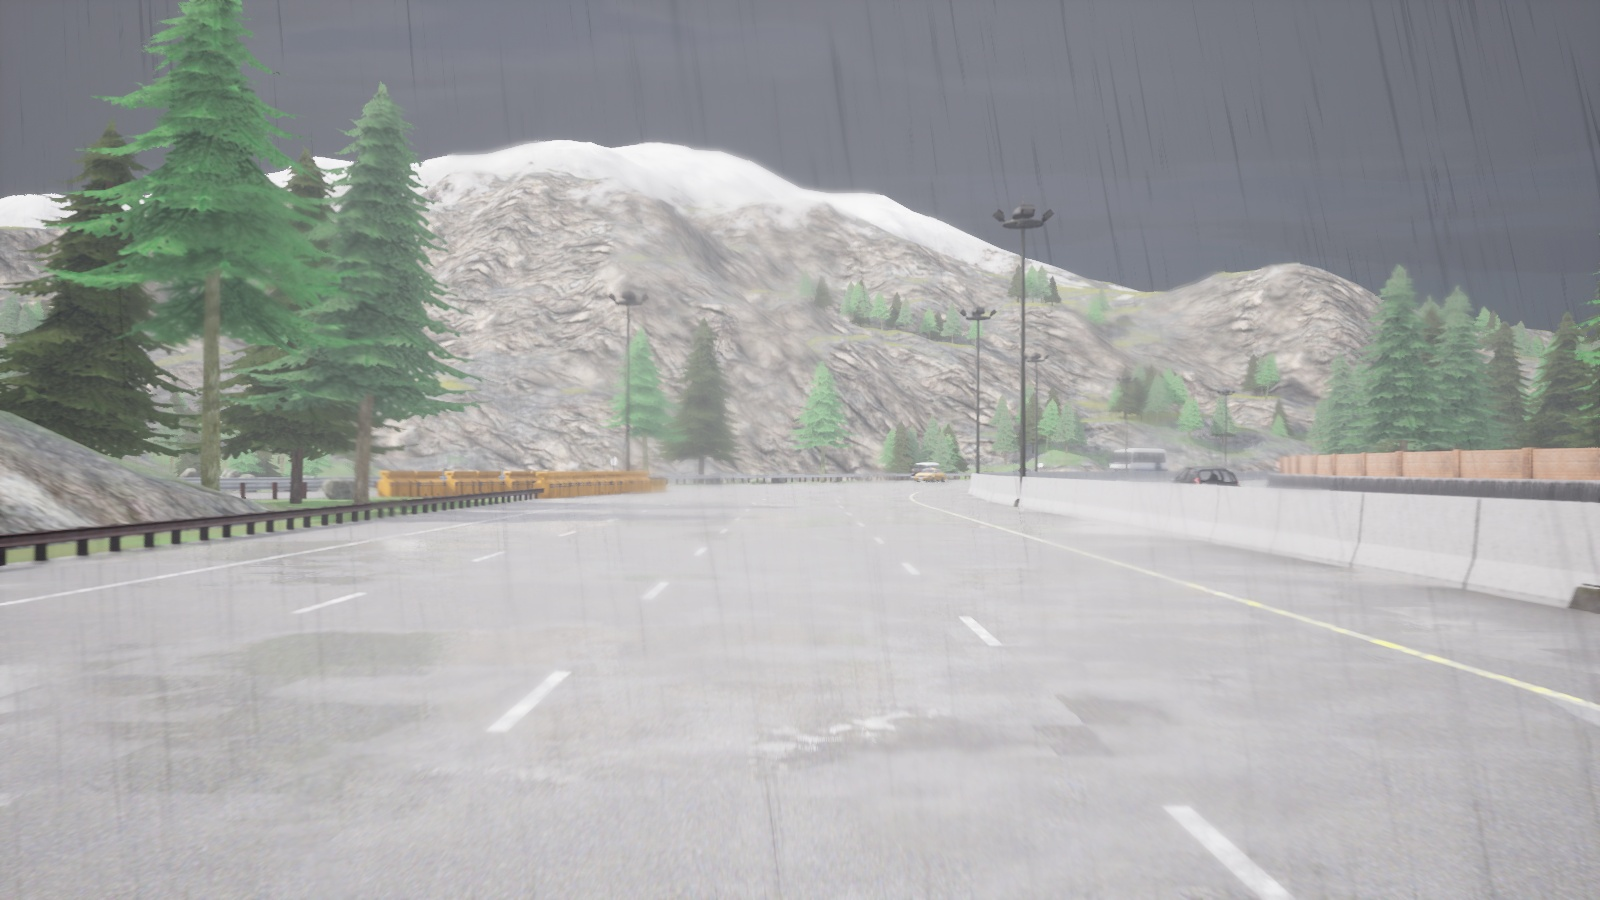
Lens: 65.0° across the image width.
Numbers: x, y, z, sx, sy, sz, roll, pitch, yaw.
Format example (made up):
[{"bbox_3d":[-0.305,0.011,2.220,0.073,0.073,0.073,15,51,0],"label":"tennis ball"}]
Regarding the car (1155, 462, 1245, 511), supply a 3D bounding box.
[{"bbox_3d":[13.896,1.236,43.871,1.851,1.617,3.988,0,-1,0],"label":"car"}]
